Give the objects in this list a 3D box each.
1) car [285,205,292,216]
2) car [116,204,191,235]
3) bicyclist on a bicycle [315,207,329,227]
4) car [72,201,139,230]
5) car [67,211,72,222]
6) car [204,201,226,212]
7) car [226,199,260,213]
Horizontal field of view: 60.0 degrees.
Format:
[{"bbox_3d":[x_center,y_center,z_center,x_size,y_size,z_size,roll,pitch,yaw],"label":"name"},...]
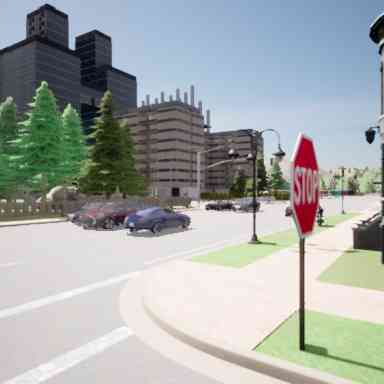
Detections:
[{"bbox_3d":[10.451,1.605,31.860,1.994,1.385,4.181,0,0,33],"label":"car"},{"bbox_3d":[-1.920,1.568,19.414,1.812,1.442,4.674,0,0,33],"label":"car"},{"bbox_3d":[7.631,1.341,20.670,1.656,1.620,0.582,0,0,33],"label":"bicyclist on a bicycle"},{"bbox_3d":[-4.998,1.395,21.436,2.097,1.767,4.553,0,0,33],"label":"car"},{"bbox_3d":[-6.966,1.535,24.814,2.128,1.511,4.902,0,0,33],"label":"car"},{"bbox_3d":[3.382,1.710,40.408,1.895,1.301,4.718,0,0,33],"label":"car"},{"bbox_3d":[6.323,1.548,38.509,2.128,1.511,4.902,0,0,33],"label":"car"}]
